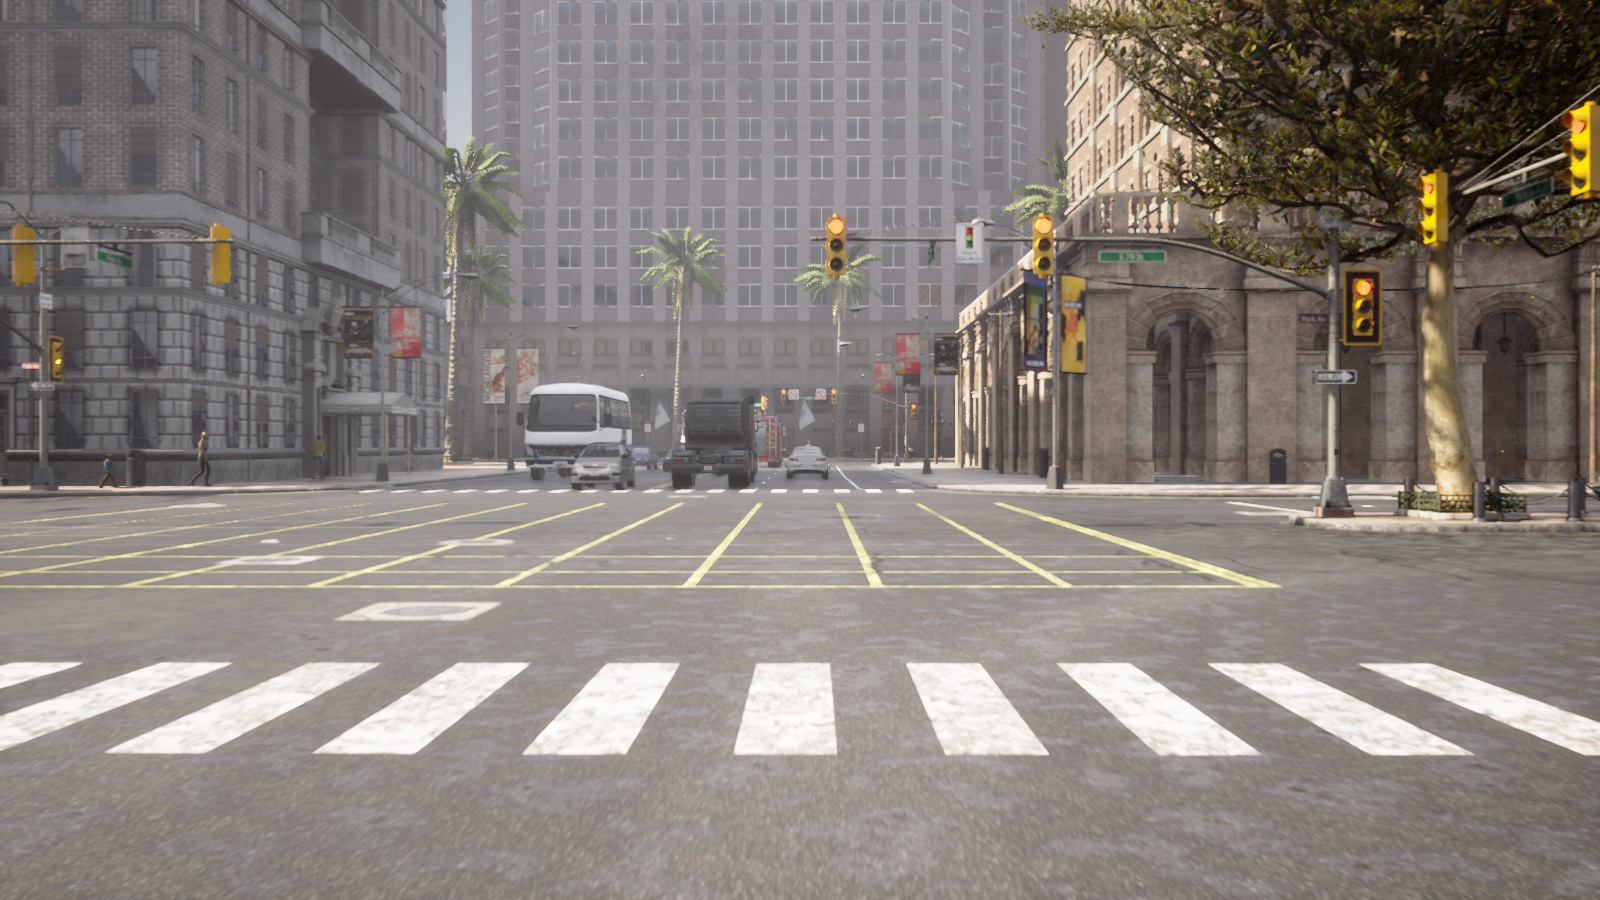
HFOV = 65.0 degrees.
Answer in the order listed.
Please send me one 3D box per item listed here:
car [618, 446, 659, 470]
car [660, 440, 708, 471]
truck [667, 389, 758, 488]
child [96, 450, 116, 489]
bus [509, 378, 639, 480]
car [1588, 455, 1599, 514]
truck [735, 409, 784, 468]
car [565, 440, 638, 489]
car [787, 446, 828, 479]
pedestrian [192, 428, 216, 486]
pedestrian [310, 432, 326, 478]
[{"bbox_3d":[-9.862,0.460,77.028,1.812,1.442,4.674,0,0,1],"label":"car"},{"bbox_3d":[-6.484,0.306,70.804,2.242,1.667,4.611,0,0,0],"label":"car"},{"bbox_3d":[-3.210,-0.427,48.048,2.891,3.462,7.936,0,0,0],"label":"truck"},{"bbox_3d":[-21.724,0.610,39.316,0.448,1.192,0.343,0,0,-7],"label":"child"},{"bbox_3d":[-10.139,-0.867,57.778,3.944,4.253,10.273,0,0,1],"label":"bus"},{"bbox_3d":[19.848,0.757,26.899,4.718,1.301,1.895,0,0,2],"label":"car"},{"bbox_3d":[-2.719,-0.761,86.299,2.891,3.827,8.468,0,0,1],"label":"truck"},{"bbox_3d":[-6.739,0.469,43.039,1.851,1.617,3.988,0,0,0],"label":"car"},{"bbox_3d":[0.342,0.546,57.371,1.812,1.442,4.674,0,0,0],"label":"car"},{"bbox_3d":[-19.219,0.228,40.502,0.634,1.846,0.331,0,0,-7],"label":"pedestrian"},{"bbox_3d":[-19.229,0.190,50.102,0.354,1.836,0.706,0,0,3],"label":"pedestrian"}]
